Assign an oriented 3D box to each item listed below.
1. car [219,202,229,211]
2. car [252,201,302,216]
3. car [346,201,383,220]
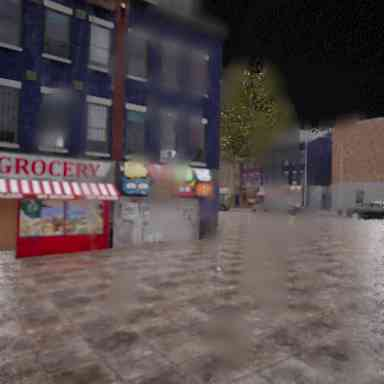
[{"bbox_3d":[2.659,1.737,41.367,1.994,1.385,4.181,2,-2,-35],"label":"car"},{"bbox_3d":[8.418,1.609,33.157,2.033,1.411,5.357,2,-2,-35],"label":"car"},{"bbox_3d":[14.145,1.493,25.016,1.837,1.490,4.892,2,-2,-34],"label":"car"}]
